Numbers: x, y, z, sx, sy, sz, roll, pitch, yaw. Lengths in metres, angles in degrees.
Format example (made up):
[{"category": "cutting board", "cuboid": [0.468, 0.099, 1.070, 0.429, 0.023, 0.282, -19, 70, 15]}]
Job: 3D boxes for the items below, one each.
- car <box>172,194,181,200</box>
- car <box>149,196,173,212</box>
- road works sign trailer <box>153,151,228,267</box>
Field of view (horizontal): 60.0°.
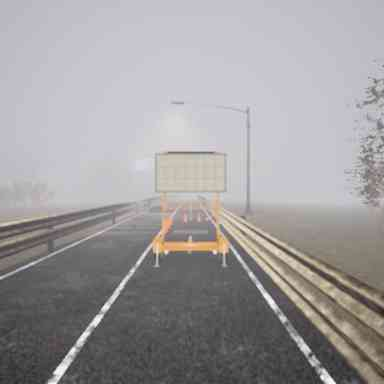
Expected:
[{"category": "car", "cuboid": [-3.580, 1.120, 76.815, 1.994, 1.385, 4.181, 0, 0, 0]}, {"category": "car", "cuboid": [-3.502, 1.415, 36.130, 2.033, 1.411, 5.357, 0, 0, 0]}, {"category": "road works sign trailer", "cuboid": [-0.039, 0.422, 11.277, 2.380, 3.560, 2.880, 0, 0, 0]}]
